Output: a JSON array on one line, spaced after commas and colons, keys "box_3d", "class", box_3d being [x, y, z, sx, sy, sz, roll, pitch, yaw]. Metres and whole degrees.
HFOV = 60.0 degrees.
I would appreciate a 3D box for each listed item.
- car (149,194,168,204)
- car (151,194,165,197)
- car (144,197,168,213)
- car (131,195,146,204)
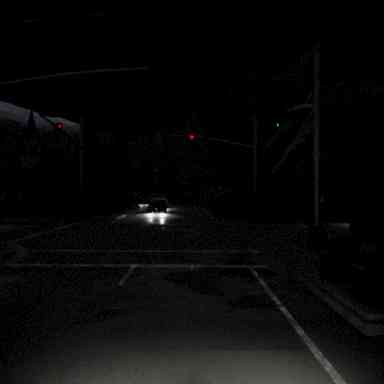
[{"box_3d": [-6.640, 1.379, 64.985, 2.097, 1.767, 4.553, 0, 0, -27], "class": "car"}, {"box_3d": [-4.873, 1.244, 48.269, 2.150, 2.045, 5.566, 0, 0, -12], "class": "car"}, {"box_3d": [-3.782, 1.579, 36.566, 1.994, 1.385, 4.181, 0, 0, -2], "class": "car"}, {"box_3d": [-9.346, 1.627, 62.080, 1.895, 1.301, 4.718, 0, 0, -25], "class": "car"}]
